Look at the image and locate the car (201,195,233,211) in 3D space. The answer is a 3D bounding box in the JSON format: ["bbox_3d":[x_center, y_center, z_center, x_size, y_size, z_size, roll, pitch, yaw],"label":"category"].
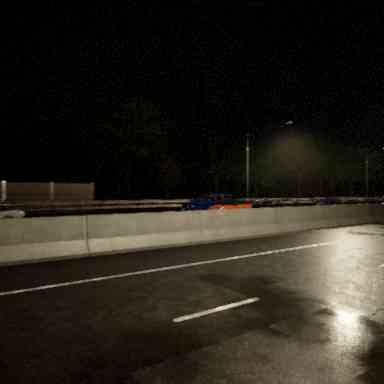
[{"bbox_3d":[3.441,1.353,27.932,4.553,1.767,2.097,0,0,-35],"label":"car"}]

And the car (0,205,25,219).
[{"bbox_3d":[-14.613,1.602,23.663,4.718,1.301,1.895,0,0,-35],"label":"car"}]

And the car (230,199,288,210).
[{"bbox_3d":[5.497,1.506,25.100,4.892,1.490,1.837,0,0,-35],"label":"car"}]

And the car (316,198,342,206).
[{"bbox_3d":[19.923,1.536,48.234,4.674,1.442,1.812,0,0,-35],"label":"car"}]

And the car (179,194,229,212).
[{"bbox_3d":[1.519,1.223,30.865,5.566,2.045,2.150,0,0,-35],"label":"car"}]
